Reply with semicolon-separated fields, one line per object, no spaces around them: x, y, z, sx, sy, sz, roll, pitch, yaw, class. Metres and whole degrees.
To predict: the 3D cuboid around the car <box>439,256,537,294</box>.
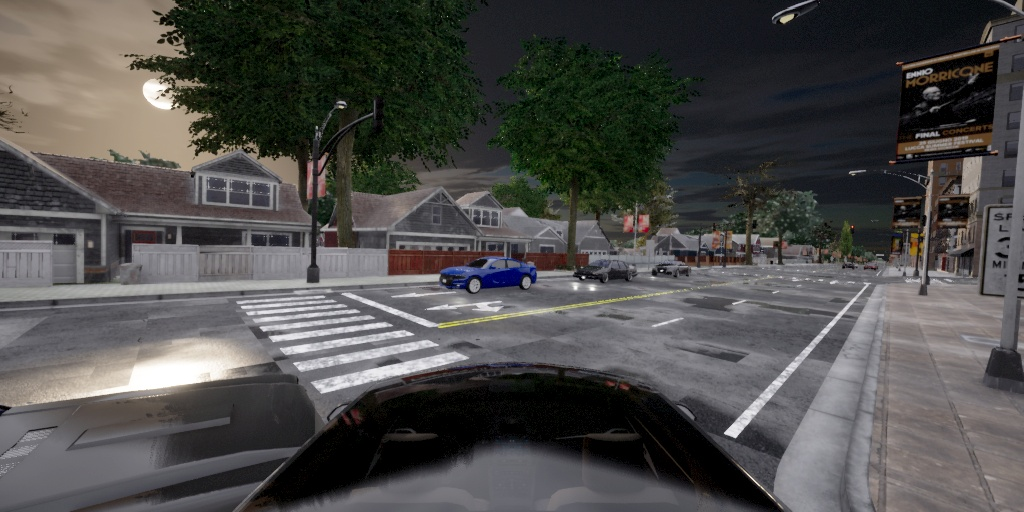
-0.980;0.776;16.567;5.008;1.535;1.882;1;3;-43;car

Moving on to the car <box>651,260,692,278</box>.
13.509;1.024;30.276;4.181;1.385;1.994;1;2;-44;car

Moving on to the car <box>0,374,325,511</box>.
-3.317;1.273;1.403;4.718;1.301;1.895;1;2;-33;car

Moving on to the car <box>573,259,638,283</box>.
6.249;0.924;23.421;5.357;1.411;2.033;1;2;-43;car
